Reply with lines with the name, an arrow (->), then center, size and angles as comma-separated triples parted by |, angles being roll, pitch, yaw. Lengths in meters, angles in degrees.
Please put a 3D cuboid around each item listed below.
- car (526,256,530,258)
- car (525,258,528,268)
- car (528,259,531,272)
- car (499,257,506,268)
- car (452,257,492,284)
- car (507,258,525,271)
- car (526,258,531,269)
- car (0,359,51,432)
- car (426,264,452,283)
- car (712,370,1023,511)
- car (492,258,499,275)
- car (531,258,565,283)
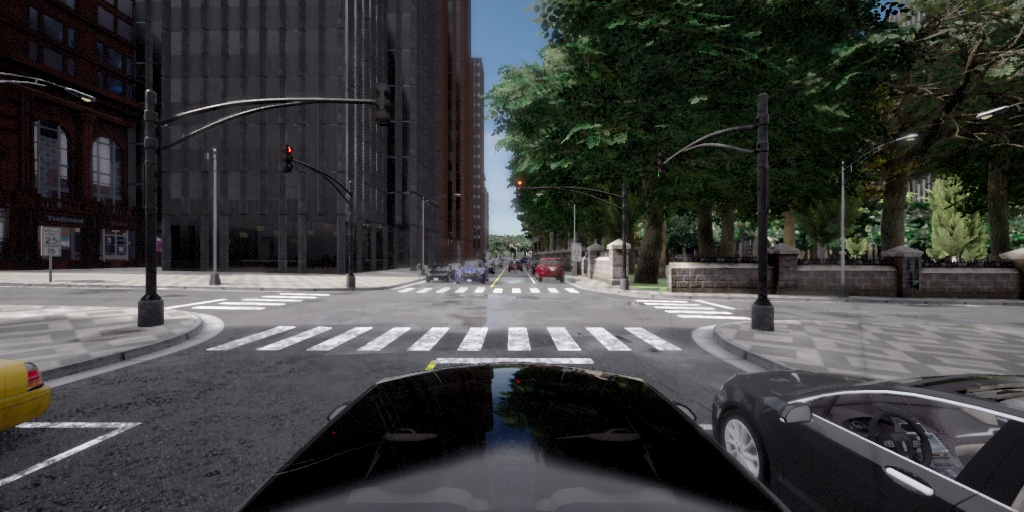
car -> 3.188, 1.231, 55.689 | 1.967, 1.591, 4.097 | 0, 0, 0
car -> 3.145, 1.335, 50.233 | 2.007, 1.370, 4.403 | 0, 0, 0
car -> 3.058, 1.338, 39.320 | 1.948, 1.339, 4.313 | 0, 0, 0
car -> -2.547, 1.290, 61.400 | 2.128, 1.511, 4.902 | 0, 0, 1
car -> -2.903, 1.112, 26.869 | 2.097, 1.767, 4.553 | 0, 0, 0
car -> 0.475, 1.309, 49.312 | 1.812, 1.442, 4.674 | 0, 0, 0
car -> 3.101, 1.329, 44.776 | 2.007, 1.370, 4.403 | 0, 0, 0
car -> -5.766, 1.275, 1.632 | 1.751, 1.417, 4.829 | 0, 0, 0
car -> -5.553, 1.326, 28.466 | 1.948, 1.339, 4.313 | 0, 0, 0
car -> 2.760, 1.300, 1.744 | 2.007, 1.370, 4.403 | 0, 0, 0
car -> -2.800, 1.274, 39.821 | 1.837, 1.490, 4.892 | 0, 1, 1
car -> 2.972, 1.075, 28.408 | 2.192, 1.841, 5.009 | 0, 0, 0
